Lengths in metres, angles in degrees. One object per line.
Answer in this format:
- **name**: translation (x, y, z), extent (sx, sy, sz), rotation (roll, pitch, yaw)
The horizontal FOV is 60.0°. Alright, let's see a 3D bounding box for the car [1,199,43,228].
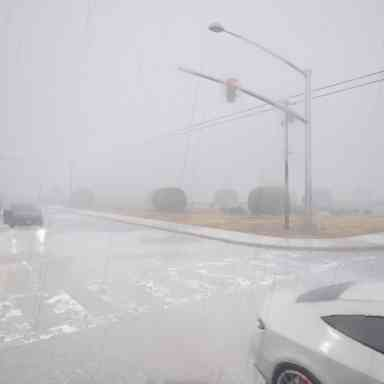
- **car**: translation (-11.422, 1.528, 22.461), extent (1.882, 1.535, 5.008), rotation (0, 1, -35)

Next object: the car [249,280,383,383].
- **car**: translation (2.439, 1.564, 2.458), extent (1.812, 1.442, 4.674), rotation (0, 0, -35)

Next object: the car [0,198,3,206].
- **car**: translation (-25.371, 1.313, 42.588), extent (1.882, 1.535, 5.008), rotation (0, 0, -35)
